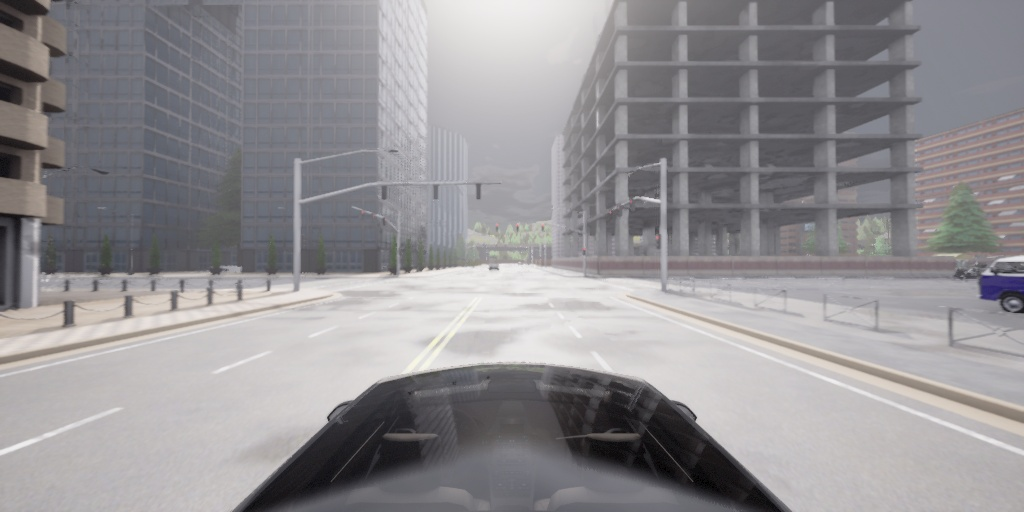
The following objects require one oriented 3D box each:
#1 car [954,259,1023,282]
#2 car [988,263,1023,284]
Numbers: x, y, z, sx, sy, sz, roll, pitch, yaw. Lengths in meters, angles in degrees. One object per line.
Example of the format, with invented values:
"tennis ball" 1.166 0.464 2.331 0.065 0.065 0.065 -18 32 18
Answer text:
"car" 48.618 1.504 36.848 4.553 1.767 2.097 0 -1 0
"car" 48.090 1.632 33.348 4.674 1.442 1.812 0 -1 0
